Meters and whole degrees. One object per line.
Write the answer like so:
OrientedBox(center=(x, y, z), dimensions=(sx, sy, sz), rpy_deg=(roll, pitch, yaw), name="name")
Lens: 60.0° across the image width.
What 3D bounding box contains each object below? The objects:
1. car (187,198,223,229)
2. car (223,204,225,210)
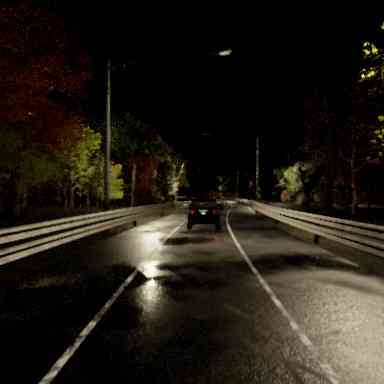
OrientedBox(center=(0.919, 1.449, 23.583), dimensions=(2.150, 2.045, 5.566), rpy_deg=(0, 0, 4), name="car")
OrientedBox(center=(3.921, 2.068, 50.309), dimensions=(2.033, 1.411, 5.357), rpy_deg=(0, -1, 9), name="car")
